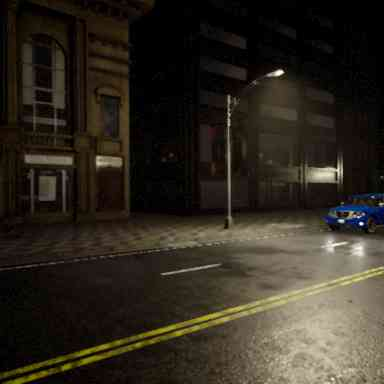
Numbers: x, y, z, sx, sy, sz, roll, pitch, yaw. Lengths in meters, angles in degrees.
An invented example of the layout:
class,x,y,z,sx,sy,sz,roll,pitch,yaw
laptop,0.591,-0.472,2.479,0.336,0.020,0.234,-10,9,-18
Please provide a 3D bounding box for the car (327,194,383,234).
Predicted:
class,x,y,z,sx,sy,sz,roll,pitch,yaw
car,9.989,1.132,18.807,5.566,2.045,2.150,0,0,-35
